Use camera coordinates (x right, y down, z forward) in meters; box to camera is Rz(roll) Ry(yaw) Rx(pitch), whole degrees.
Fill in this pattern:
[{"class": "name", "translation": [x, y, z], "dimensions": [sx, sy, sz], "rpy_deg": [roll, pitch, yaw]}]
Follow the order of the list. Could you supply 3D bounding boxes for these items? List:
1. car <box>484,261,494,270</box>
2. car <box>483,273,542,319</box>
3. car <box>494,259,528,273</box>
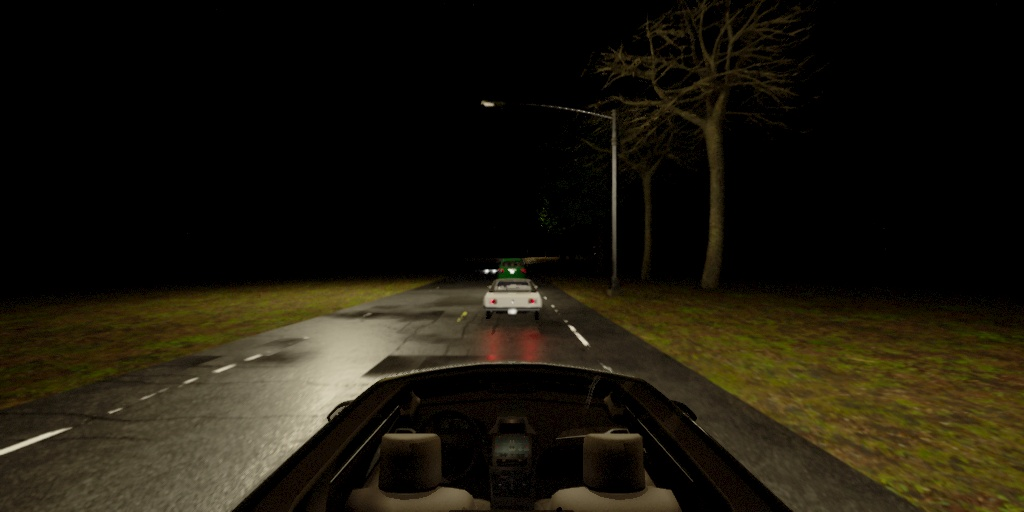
[{"class": "car", "translation": [-3.533, 1.556, 59.885], "dimensions": [1.994, 1.385, 4.181], "rpy_deg": [0, 0, 1]}, {"class": "car", "translation": [0.040, 1.495, 13.553], "dimensions": [1.895, 1.301, 4.718], "rpy_deg": [0, -1, 1]}, {"class": "car", "translation": [0.037, 1.236, 28.027], "dimensions": [2.150, 2.045, 5.566], "rpy_deg": [0, 0, 1]}]
